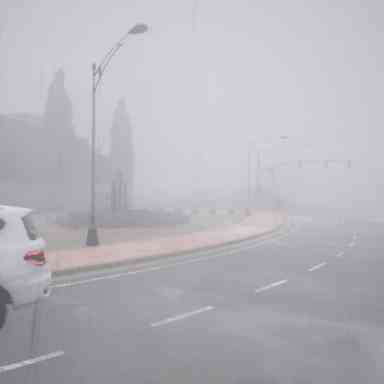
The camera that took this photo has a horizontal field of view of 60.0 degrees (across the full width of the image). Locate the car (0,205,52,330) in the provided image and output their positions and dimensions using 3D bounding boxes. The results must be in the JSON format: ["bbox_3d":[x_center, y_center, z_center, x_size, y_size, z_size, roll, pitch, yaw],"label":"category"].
[{"bbox_3d":[-5.001,1.220,4.729,5.566,2.045,2.150,1,0,-36],"label":"car"}]

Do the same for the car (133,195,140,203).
[{"bbox_3d":[-15.195,1.911,81.893,1.970,1.475,3.806,0,0,17],"label":"car"}]
